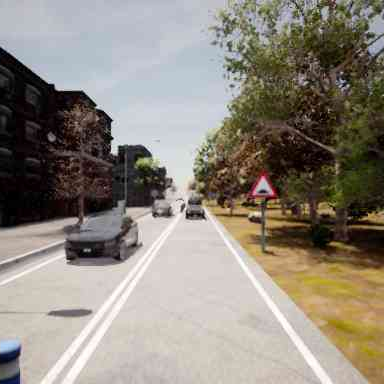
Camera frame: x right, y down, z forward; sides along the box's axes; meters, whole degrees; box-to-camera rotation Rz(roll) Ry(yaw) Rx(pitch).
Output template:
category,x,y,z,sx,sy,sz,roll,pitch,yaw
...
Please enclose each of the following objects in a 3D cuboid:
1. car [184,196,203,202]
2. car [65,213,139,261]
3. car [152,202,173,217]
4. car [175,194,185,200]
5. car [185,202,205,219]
category,x,y,z,sx,sy,sz,roll,pitch,yaw
car,0.418,1.666,48.769,2.150,2.045,5.566,0,0,1
car,-3.303,1.610,13.044,1.882,1.535,5.008,0,-1,0
car,-3.058,1.826,34.968,2.128,1.511,4.902,0,-1,1
car,-2.795,1.437,79.268,2.150,2.045,5.566,0,0,0
car,0.319,1.919,33.158,1.895,1.301,4.718,0,-1,0
